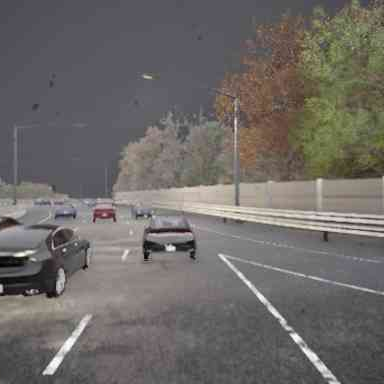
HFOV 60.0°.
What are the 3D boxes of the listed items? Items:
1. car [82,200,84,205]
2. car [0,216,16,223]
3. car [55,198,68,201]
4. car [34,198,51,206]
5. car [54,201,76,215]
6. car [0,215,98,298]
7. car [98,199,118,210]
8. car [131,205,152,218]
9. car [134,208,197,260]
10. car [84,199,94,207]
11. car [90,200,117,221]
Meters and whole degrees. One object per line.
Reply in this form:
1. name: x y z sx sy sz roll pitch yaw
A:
1. car: -21.313 2.073 67.821 1.895 1.301 4.718 0 -1 -24
2. car: -7.961 1.677 13.429 1.812 1.442 4.674 0 0 -7
3. car: -25.960 2.012 66.131 1.812 1.442 4.674 0 -1 -40
4. car: -28.738 1.840 64.004 2.097 1.767 4.553 0 -1 -40
5. car: -12.759 1.905 33.693 1.994 1.385 4.181 0 0 -19
6. car: -3.935 1.597 8.671 1.837 1.490 4.892 0 0 -5
7. car: -13.238 1.972 52.277 1.882 1.535 5.008 0 -1 -27
8. car: -4.755 1.885 31.861 1.895 1.301 4.718 0 0 -16
9. car: -0.959 1.603 12.973 2.128 1.511 4.902 0 0 -7
10. car: -18.205 2.197 61.696 1.895 1.301 4.718 0 -1 -27
11. car: -7.882 1.762 29.878 1.882 1.535 5.008 0 -1 -16
